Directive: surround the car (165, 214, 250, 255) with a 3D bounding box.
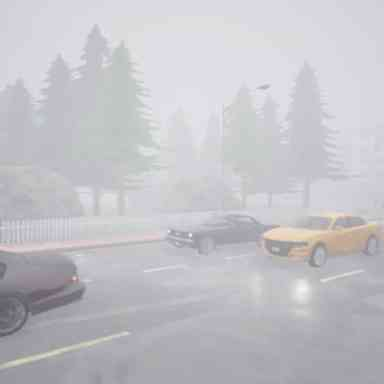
[{"bbox_3d":[1.288,1.581,13.432,4.718,1.301,1.895,0,0,-35],"label":"car"}]

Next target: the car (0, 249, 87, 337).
[{"bbox_3d":[-4.474,1.549,5.085,5.357,1.411,2.033,0,0,-36],"label":"car"}]

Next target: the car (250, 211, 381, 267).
[{"bbox_3d":[4.572,1.455,11.510,5.008,1.535,1.882,0,0,-35],"label":"car"}]
